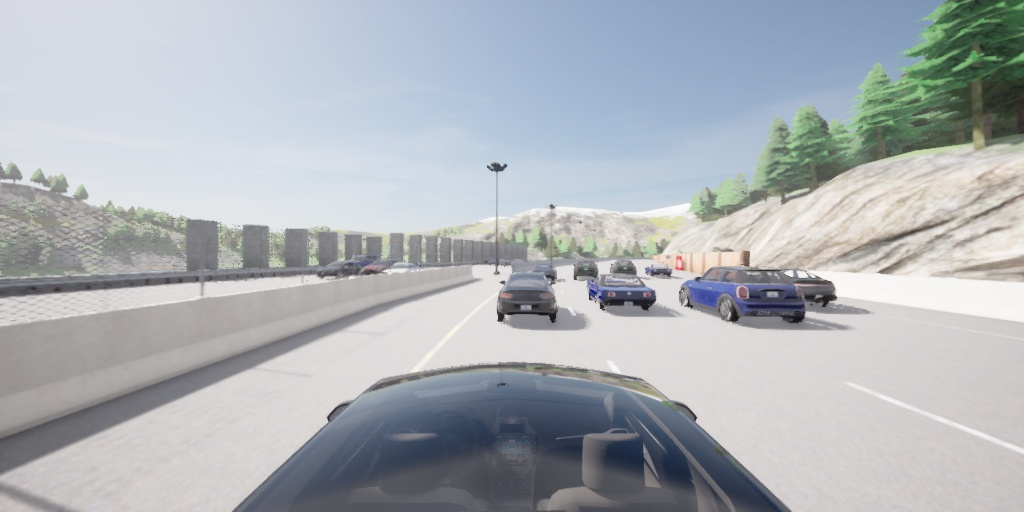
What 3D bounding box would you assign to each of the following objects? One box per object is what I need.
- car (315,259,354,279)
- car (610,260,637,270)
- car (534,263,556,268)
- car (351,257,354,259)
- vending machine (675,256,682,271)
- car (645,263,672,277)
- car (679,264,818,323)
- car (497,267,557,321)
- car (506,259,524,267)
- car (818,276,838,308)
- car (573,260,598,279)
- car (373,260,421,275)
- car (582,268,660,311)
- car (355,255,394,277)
[{"bbox_3d":[-15.045,1.222,31.581,1.837,1.490,4.892,0,-1,10],"label":"car"},{"bbox_3d":[10.538,1.129,34.157,2.097,1.767,4.553,0,0,11],"label":"car"},{"bbox_3d":[2.791,1.322,30.835,1.994,1.385,4.181,0,0,10],"label":"car"},{"bbox_3d":[-16.928,0.932,40.577,2.150,2.045,5.566,0,0,12],"label":"car"},{"bbox_3d":[23.384,1.005,50.270,1.100,2.100,0.880,0,0,18],"label":"vending machine"},{"bbox_3d":[14.346,1.387,35.407,1.895,1.301,4.718,0,0,12],"label":"car"},{"bbox_3d":[7.577,1.121,12.357,2.097,1.767,4.553,0,0,4],"label":"car"},{"bbox_3d":[0.537,1.278,12.337,1.812,1.442,4.674,0,0,4],"label":"car"},{"bbox_3d":[0.920,1.296,65.000,1.812,1.442,4.674,0,1,19],"label":"car"},{"bbox_3d":[11.314,1.270,15.405,2.128,1.511,4.902,0,0,5],"label":"car"},{"bbox_3d":[6.558,1.120,31.973,2.097,1.767,4.553,0,0,10],"label":"car"},{"bbox_3d":[-8.549,1.256,27.871,1.812,1.442,4.674,0,0,8],"label":"car"},{"bbox_3d":[4.203,1.362,14.602,1.895,1.301,4.718,0,0,4],"label":"car"},{"bbox_3d":[-11.431,1.075,31.881,2.097,1.767,4.553,0,0,10],"label":"car"}]
